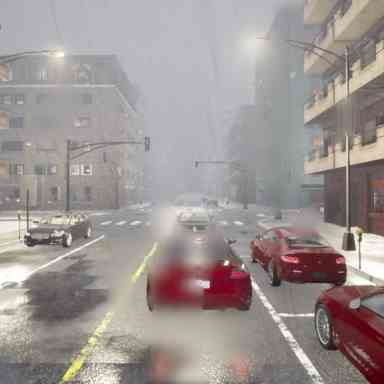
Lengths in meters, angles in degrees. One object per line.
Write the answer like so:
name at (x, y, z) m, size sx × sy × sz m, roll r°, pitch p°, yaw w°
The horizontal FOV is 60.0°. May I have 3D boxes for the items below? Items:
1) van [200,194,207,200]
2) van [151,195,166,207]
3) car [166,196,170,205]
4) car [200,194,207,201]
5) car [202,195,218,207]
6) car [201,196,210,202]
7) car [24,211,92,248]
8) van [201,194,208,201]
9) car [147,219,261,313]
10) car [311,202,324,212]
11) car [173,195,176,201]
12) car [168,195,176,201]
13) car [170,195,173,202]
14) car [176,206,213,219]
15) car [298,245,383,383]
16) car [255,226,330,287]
van at (3.215, 1.350, 92.409) m, size 1.690 × 1.788 × 3.998 m, roll 1°, pitch 0°, yaw 0°
van at (-5.533, 1.349, 52.811) m, size 1.690 × 1.788 × 3.998 m, roll 1°, pitch 0°, yaw 0°
car at (-5.419, 1.574, 58.473) m, size 1.947 × 1.339 × 4.313 m, roll 1°, pitch 0°, yaw 0°
car at (3.044, 1.558, 69.729) m, size 2.008 × 1.369 × 4.403 m, roll 1°, pitch 0°, yaw 0°
car at (3.014, 1.558, 51.141) m, size 2.008 × 1.369 × 4.403 m, roll 1°, pitch 0°, yaw 0°
car at (3.085, 1.590, 75.399) m, size 1.802 × 1.307 × 4.206 m, roll 1°, pitch 0°, yaw 0°
car at (-5.755, 1.554, 14.766) m, size 2.008 × 1.369 × 4.403 m, roll 1°, pitch 0°, yaw 0°
van at (3.173, 1.349, 86.739) m, size 1.690 × 1.788 × 3.998 m, roll 1°, pitch 0°, yaw 0°
car at (0.114, 1.566, 7.743) m, size 1.994 × 1.385 × 4.181 m, roll 0°, pitch 0°, yaw -1°
car at (15.584, 1.518, 36.901) m, size 4.507 × 1.381 × 1.887 m, roll 0°, pitch -1°, yaw 1°
car at (-5.294, 1.575, 75.485) m, size 1.947 × 1.339 × 4.313 m, roll 1°, pitch 0°, yaw 0°
car at (-5.210, 1.554, 86.826) m, size 1.887 × 1.381 × 4.507 m, roll 1°, pitch 0°, yaw 0°
car at (-5.376, 1.448, 64.144) m, size 1.967 × 1.590 × 4.097 m, roll 1°, pitch 0°, yaw 0°
car at (0.119, 1.604, 16.560) m, size 1.895 × 1.301 × 4.718 m, roll 0°, pitch 0°, yaw 0°
car at (2.671, 1.583, 3.348) m, size 1.802 × 1.307 × 4.206 m, roll 1°, pitch 0°, yaw 0°
car at (2.676, 1.584, 9.019) m, size 1.802 × 1.307 × 4.206 m, roll 1°, pitch 0°, yaw 0°
